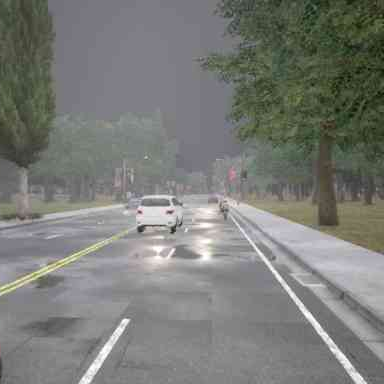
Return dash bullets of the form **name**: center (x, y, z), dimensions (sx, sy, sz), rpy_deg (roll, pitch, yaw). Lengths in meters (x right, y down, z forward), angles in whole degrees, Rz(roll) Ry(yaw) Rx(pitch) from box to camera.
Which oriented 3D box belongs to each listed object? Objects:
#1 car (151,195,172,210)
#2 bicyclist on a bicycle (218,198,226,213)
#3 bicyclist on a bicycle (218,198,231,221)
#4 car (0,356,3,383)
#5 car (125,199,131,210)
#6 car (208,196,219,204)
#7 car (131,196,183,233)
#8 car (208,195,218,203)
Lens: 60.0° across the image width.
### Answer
- **car**: center (-3.889, 1.353, 42.997), dimensions (2.097, 1.767, 4.553), rpy_deg (0, 0, 3)
- **bicyclist on a bicycle**: center (3.197, 1.437, 35.720), dimensions (0.866, 1.612, 1.509), rpy_deg (0, 0, 3)
- **bicyclist on a bicycle**: center (2.630, 1.437, 26.320), dimensions (0.866, 1.612, 1.509), rpy_deg (0, 0, 3)
- **car**: center (-2.941, 1.526, 1.472), dimensions (1.812, 1.442, 4.674), rpy_deg (0, 0, 3)
- **car**: center (-7.181, 1.526, 42.404), dimensions (1.812, 1.442, 4.674), rpy_deg (0, 0, 3)
- **car**: center (4.049, 1.508, 63.283), dimensions (1.837, 1.490, 4.892), rpy_deg (0, 0, 3)
- **car**: center (-1.821, 1.222, 20.018), dimensions (2.150, 2.045, 5.566), rpy_deg (0, 0, 3)
- **car**: center (4.602, 1.533, 74.091), dimensions (2.128, 1.511, 4.902), rpy_deg (0, 0, 3)
